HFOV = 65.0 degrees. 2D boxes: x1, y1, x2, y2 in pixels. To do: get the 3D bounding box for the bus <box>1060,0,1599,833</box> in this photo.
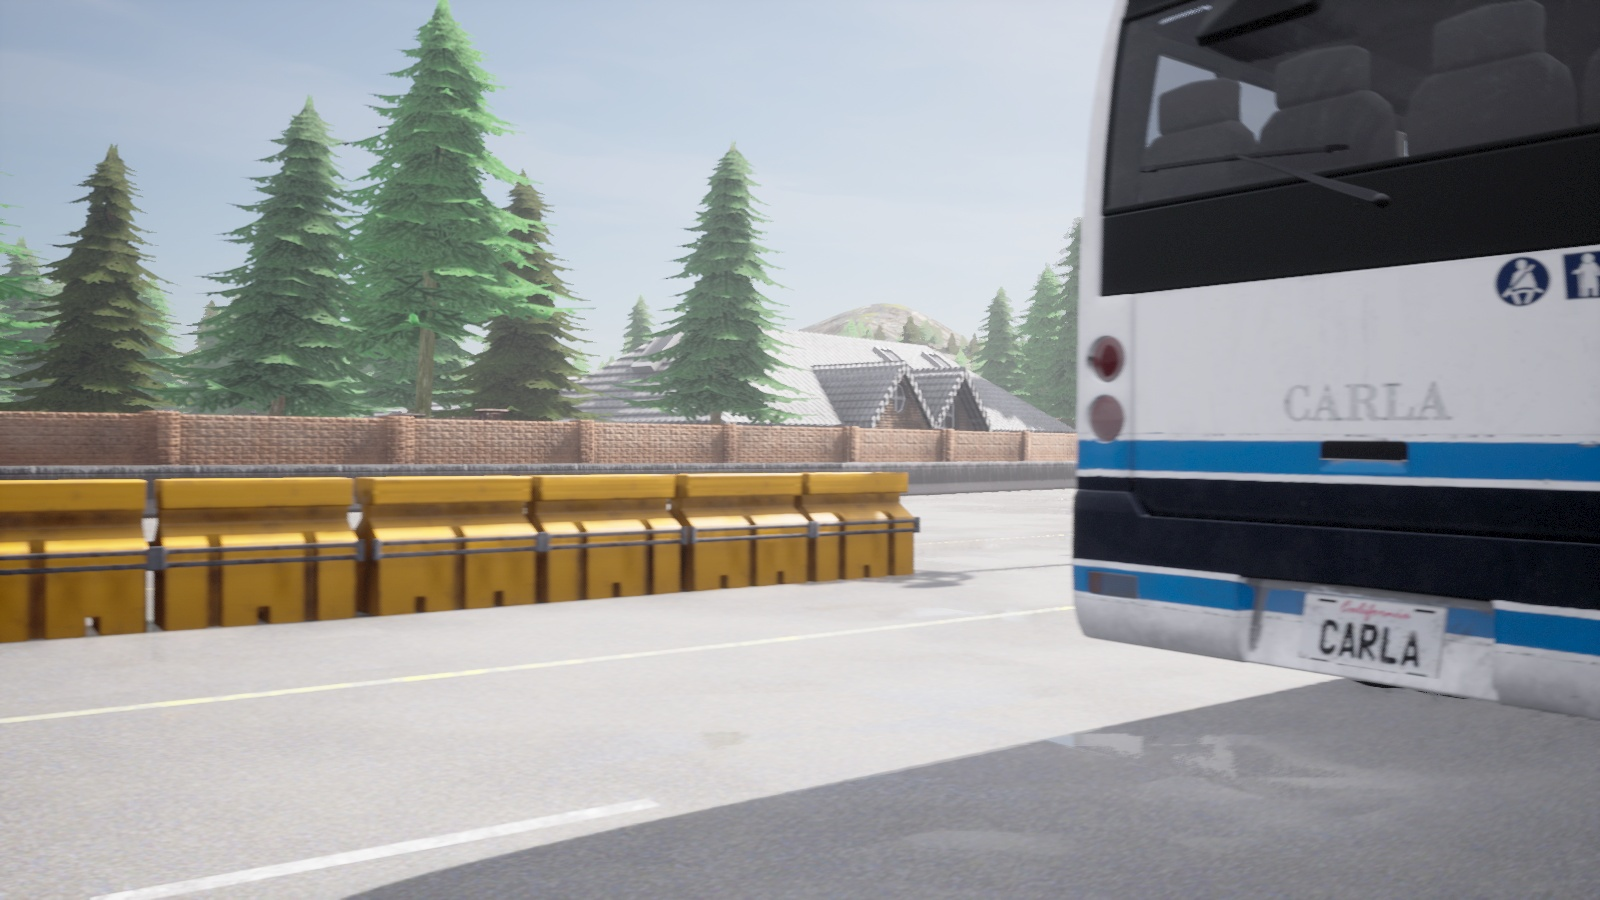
[{"bbox_3d":[6.742,-0.624,8.710,10.273,4.253,3.944,0,0,-38],"label":"bus"}]
